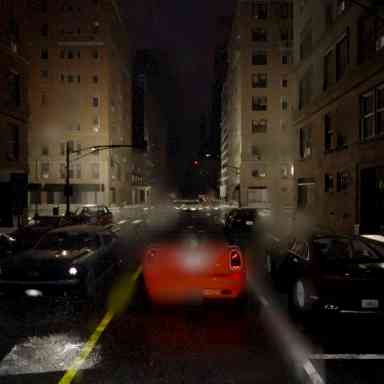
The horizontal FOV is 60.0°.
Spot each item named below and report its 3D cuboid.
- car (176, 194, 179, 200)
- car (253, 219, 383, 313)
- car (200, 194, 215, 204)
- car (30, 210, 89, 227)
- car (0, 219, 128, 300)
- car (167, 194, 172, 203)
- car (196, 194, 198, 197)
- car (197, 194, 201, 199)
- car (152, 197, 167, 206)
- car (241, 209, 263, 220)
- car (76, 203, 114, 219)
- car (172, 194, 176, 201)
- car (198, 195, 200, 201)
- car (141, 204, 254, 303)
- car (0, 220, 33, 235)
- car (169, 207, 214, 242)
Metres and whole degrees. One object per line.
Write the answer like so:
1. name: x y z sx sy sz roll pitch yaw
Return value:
1. car: -5.650 1.461 93.462 2.192 1.841 5.009 0 0 0
2. car: 2.850 1.551 7.504 2.008 1.369 4.403 0 0 0
3. car: 2.841 1.479 55.597 1.967 1.590 4.097 0 0 0
4. car: -5.681 1.582 12.998 1.802 1.307 4.206 0 0 0
5. car: -3.007 1.601 8.517 1.895 1.301 4.718 0 0 0
6. car: -5.673 1.610 66.419 2.008 1.369 4.403 0 0 0
7. car: 2.871 1.565 88.050 1.967 1.590 4.097 0 0 0
8. car: 2.861 1.528 77.232 1.967 1.590 4.097 0 0 0
9. car: -5.683 1.620 55.602 1.802 1.307 4.206 0 0 0
10. car: 2.840 1.567 18.506 1.947 1.339 4.313 0 0 0
11. car: -5.685 1.441 18.499 1.967 1.590 4.097 0 0 0
12. car: -5.659 1.630 82.475 1.752 1.417 4.829 0 0 0
13. car: 2.852 1.610 66.414 2.008 1.369 4.403 0 0 0
14. car: 0.056 1.352 8.366 2.097 1.767 4.553 0 0 0
15. car: -5.675 1.566 7.496 1.947 1.339 4.313 0 0 0
16. car: -0.010 1.565 17.020 1.994 1.385 4.181 0 0 0
